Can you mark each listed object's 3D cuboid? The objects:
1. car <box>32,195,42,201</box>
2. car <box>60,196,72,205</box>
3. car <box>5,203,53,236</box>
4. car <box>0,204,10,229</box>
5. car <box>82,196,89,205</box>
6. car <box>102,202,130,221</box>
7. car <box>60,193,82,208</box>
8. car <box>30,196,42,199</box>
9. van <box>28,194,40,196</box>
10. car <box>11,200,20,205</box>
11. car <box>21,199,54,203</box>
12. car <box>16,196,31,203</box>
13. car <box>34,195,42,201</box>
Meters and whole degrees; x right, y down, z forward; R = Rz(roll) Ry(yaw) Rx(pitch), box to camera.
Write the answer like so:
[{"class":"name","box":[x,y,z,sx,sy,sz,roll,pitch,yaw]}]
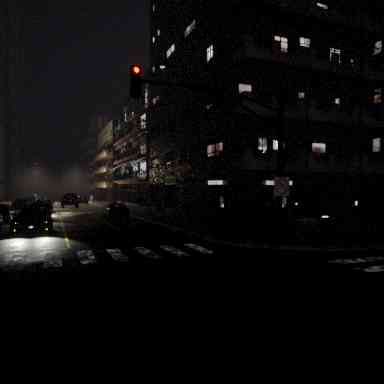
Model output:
[{"class":"car","box":[-38.042,1.508,81.592,2.008,1.369,4.403,-1,0,-23]},{"class":"car","box":[-22.423,1.492,59.294,1.812,1.442,4.674,0,0,-23]},{"class":"car","box":[-8.722,1.552,18.272,1.994,1.385,4.181,0,0,-23]},{"class":"car","box":[-11.789,1.514,18.837,1.752,1.417,4.829,-1,0,-23]},{"class":"car","box":[-19.401,1.407,58.744,1.967,1.590,4.097,-1,0,-23]},{"class":"car","box":[-6.306,1.534,27.445,2.008,1.369,4.403,-1,0,-23]},{"class":"car","box":[-17.235,1.196,46.881,2.150,2.045,5.566,0,0,-22]},{"class":"car","box":[-16.168,1.470,36.310,2.128,1.511,4.902,0,0,-23]},{"class":"van","box":[-29.316,1.308,60.725,1.690,1.788,3.998,-1,0,-23]},{"class":"car","box":[-14.037,1.552,24.211,1.947,1.339,4.313,-1,0,-23]},{"class":"car","box":[-12.313,1.531,26.931,2.033,1.411,5.357,0,0,-22]},{"class":"car","box":[-20.583,1.522,39.860,1.887,1.381,4.507,-1,0,-23]},{"class":"car","box":[-40.224,1.537,86.809,1.802,1.307,4.206,-1,0,-23]}]
